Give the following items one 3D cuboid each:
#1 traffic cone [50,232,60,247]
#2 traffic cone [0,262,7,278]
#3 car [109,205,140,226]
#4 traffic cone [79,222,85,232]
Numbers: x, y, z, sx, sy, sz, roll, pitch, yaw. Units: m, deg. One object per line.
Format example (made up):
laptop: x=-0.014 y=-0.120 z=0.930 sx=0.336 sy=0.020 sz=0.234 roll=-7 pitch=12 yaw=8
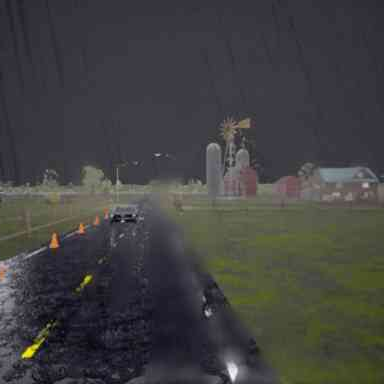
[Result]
traffic cone: x=-5.772 y=1.996 z=13.959 sx=0.340 sy=0.580 sz=0.340 roll=0 pitch=0 yaw=-6
traffic cone: x=-5.242 y=1.997 z=8.987 sx=0.340 sy=0.580 sz=0.340 roll=0 pitch=0 yaw=-6
car: x=-4.755 y=1.616 z=23.960 sx=1.895 sy=1.301 sz=4.718 roll=0 pitch=0 yaw=-6
traffic cone: x=-6.301 y=1.991 z=18.931 sx=0.340 sy=0.580 sz=0.340 roll=0 pitch=0 yaw=-6
